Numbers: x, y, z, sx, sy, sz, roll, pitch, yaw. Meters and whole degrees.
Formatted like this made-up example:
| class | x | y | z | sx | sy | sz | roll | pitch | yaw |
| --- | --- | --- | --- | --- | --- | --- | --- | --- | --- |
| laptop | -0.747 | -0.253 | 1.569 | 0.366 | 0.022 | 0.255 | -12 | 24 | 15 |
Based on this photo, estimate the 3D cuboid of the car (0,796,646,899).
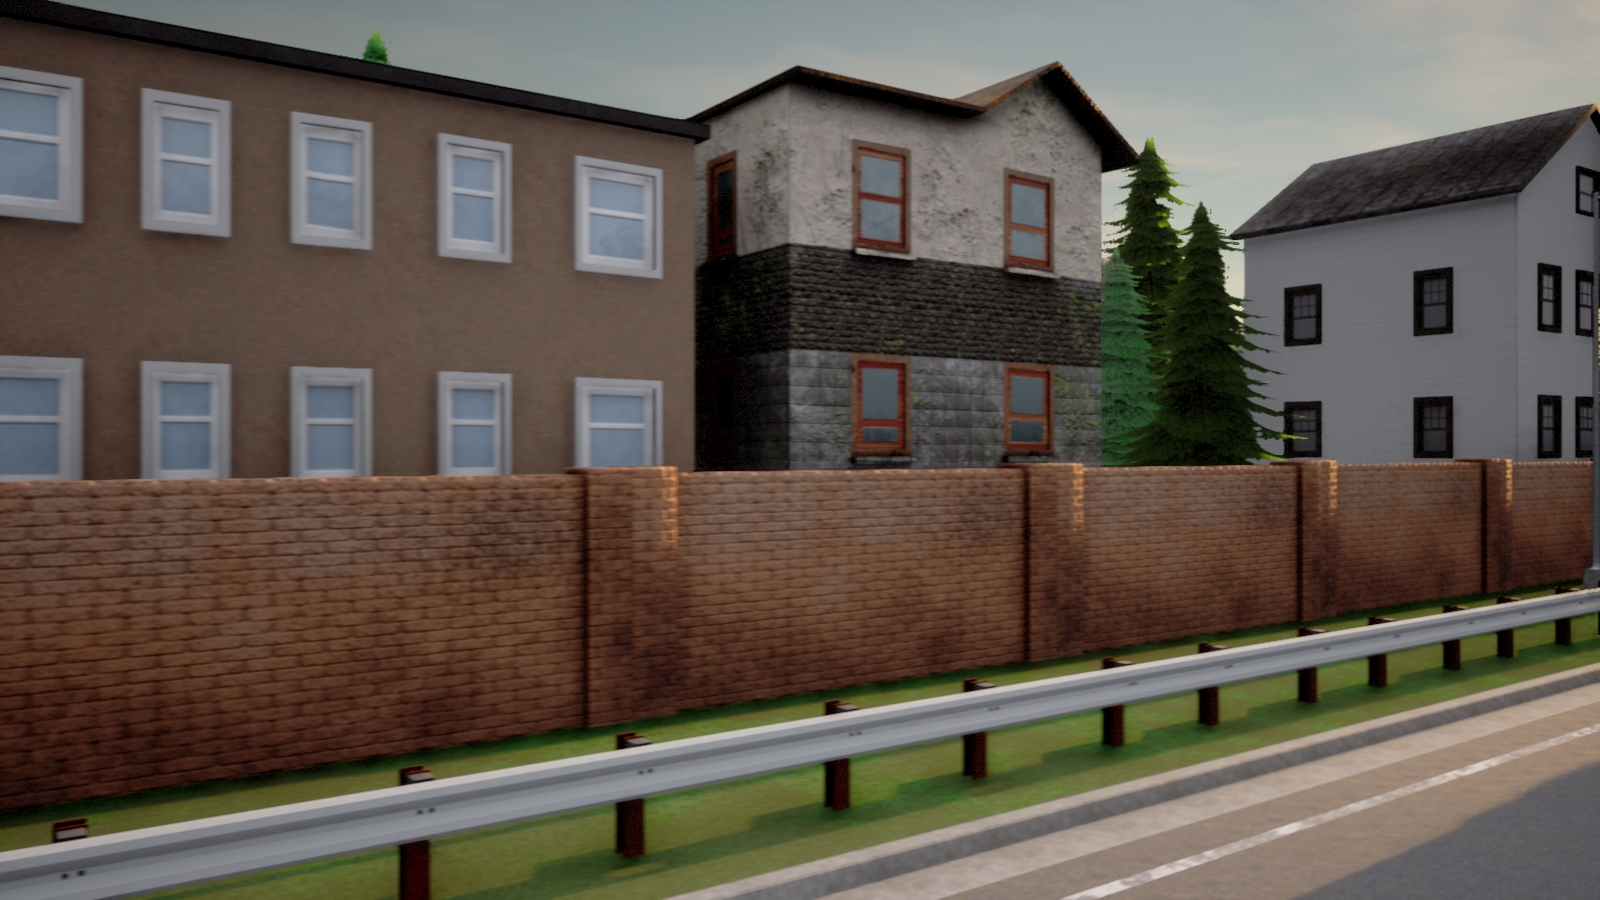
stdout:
| class | x | y | z | sx | sy | sz | roll | pitch | yaw |
| --- | --- | --- | --- | --- | --- | --- | --- | --- | --- |
| car | -2.400 | 2.040 | 2.114 | 4.514 | 1.525 | 2.007 | 0 | 0 | -35 |
